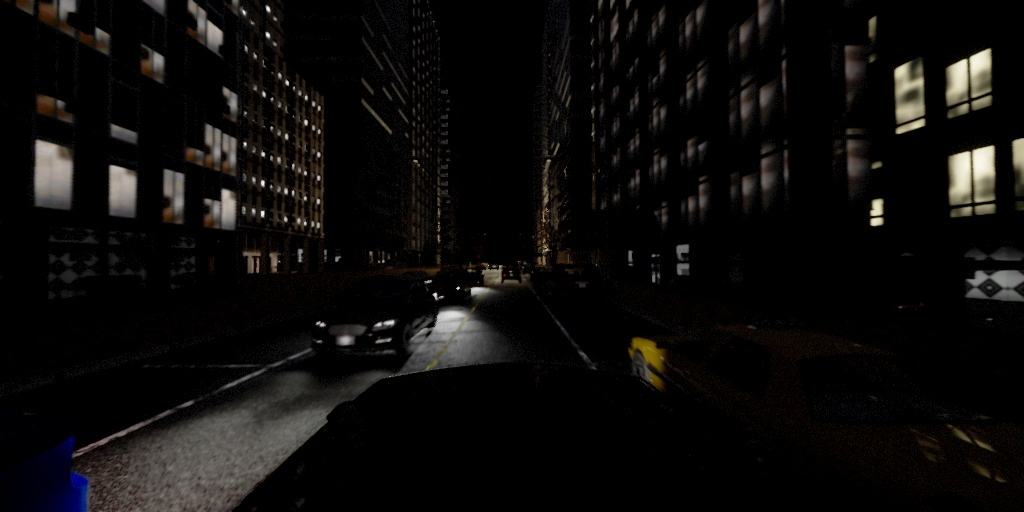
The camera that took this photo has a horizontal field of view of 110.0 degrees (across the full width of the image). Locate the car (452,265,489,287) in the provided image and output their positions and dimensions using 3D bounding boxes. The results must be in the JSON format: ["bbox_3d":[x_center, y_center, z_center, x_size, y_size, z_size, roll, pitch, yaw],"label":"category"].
[{"bbox_3d":[-3.212,1.665,28.522,1.994,1.385,4.181,0,-1,0],"label":"car"}]

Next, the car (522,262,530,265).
[{"bbox_3d":[2.399,1.887,49.648,1.888,1.381,4.507,0,0,0],"label":"car"}]

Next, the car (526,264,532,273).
[{"bbox_3d":[2.509,1.715,32.725,1.802,1.307,4.207,0,0,0],"label":"car"}]

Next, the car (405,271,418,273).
[{"bbox_3d":[-5.761,1.516,15.706,1.948,1.339,4.313,0,0,0],"label":"car"}]

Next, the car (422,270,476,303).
[{"bbox_3d":[-3.183,1.576,18.496,1.895,1.301,4.718,0,-1,0],"label":"car"}]

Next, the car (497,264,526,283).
[{"bbox_3d":[-0.077,1.691,32.910,2.033,1.411,5.357,0,-1,-1],"label":"car"}]

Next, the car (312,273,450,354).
[{"bbox_3d":[-3.132,1.349,9.162,2.128,1.511,4.902,0,-1,0],"label":"car"}]

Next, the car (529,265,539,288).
[{"bbox_3d":[2.546,1.607,27.084,1.888,1.381,4.507,0,0,0],"label":"car"}]

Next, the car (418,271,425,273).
[{"bbox_3d":[-5.798,1.571,21.347,2.007,1.370,4.403,0,0,0],"label":"car"}]

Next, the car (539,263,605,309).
[{"bbox_3d":[2.619,1.235,15.803,2.192,1.841,5.009,0,0,0],"label":"car"}]

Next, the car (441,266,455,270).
[{"bbox_3d":[-5.871,1.744,32.632,1.802,1.307,4.207,0,0,0],"label":"car"}]

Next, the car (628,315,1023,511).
[{"bbox_3d":[2.659,1.291,3.855,1.751,1.417,4.829,0,0,0],"label":"car"}]

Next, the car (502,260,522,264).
[{"bbox_3d":[-0.175,1.538,46.649,2.150,2.045,5.566,0,-1,0],"label":"car"}]
